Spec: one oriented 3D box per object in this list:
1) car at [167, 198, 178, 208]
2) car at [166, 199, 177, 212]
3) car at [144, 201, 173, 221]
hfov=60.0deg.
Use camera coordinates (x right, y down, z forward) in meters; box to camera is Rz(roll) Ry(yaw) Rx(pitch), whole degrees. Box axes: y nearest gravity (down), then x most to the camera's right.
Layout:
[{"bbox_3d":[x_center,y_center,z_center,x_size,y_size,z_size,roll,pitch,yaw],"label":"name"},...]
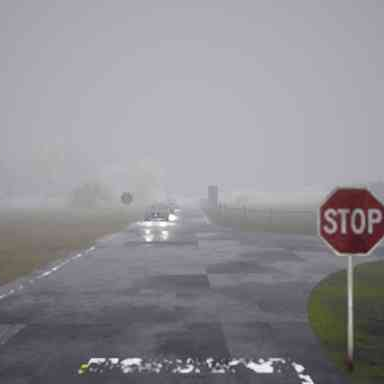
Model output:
[{"bbox_3d":[-3.221,1.693,50.678,2.097,1.767,4.553,0,-1,-1],"label":"car"},{"bbox_3d":[-3.090,1.860,39.480,1.895,1.301,4.718,0,0,-1],"label":"car"},{"bbox_3d":[-2.978,1.749,29.020,1.994,1.385,4.181,0,0,-1],"label":"car"}]
